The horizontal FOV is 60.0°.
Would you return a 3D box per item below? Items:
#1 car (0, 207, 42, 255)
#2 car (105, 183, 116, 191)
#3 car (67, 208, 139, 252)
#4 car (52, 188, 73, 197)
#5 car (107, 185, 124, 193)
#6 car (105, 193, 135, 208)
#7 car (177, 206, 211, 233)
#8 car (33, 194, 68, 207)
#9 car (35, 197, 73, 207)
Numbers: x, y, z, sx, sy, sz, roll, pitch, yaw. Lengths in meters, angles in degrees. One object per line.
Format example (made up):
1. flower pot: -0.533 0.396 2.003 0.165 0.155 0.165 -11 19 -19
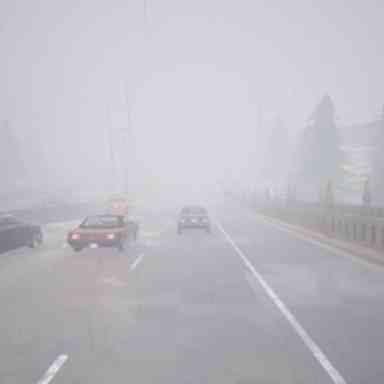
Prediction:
1. car: -6.901 1.465 11.403 2.128 1.511 4.902 0 0 0
2. car: -17.497 -1.071 72.377 1.837 1.490 4.892 0 7 0
3. car: -3.401 1.567 13.728 1.895 1.301 4.718 0 0 0
4. car: -21.035 0.537 53.575 2.150 2.045 5.566 0 4 1
5. car: -14.006 0.060 62.858 1.812 1.442 4.674 0 6 0
6. car: -6.903 1.261 32.291 2.097 1.767 4.553 0 0 0
7. car: 0.098 1.496 19.334 2.033 1.411 5.357 0 0 0
8. car: -17.573 1.395 40.935 2.033 1.411 5.357 0 1 0
9. car: -14.085 1.502 34.686 1.895 1.301 4.718 0 0 0
